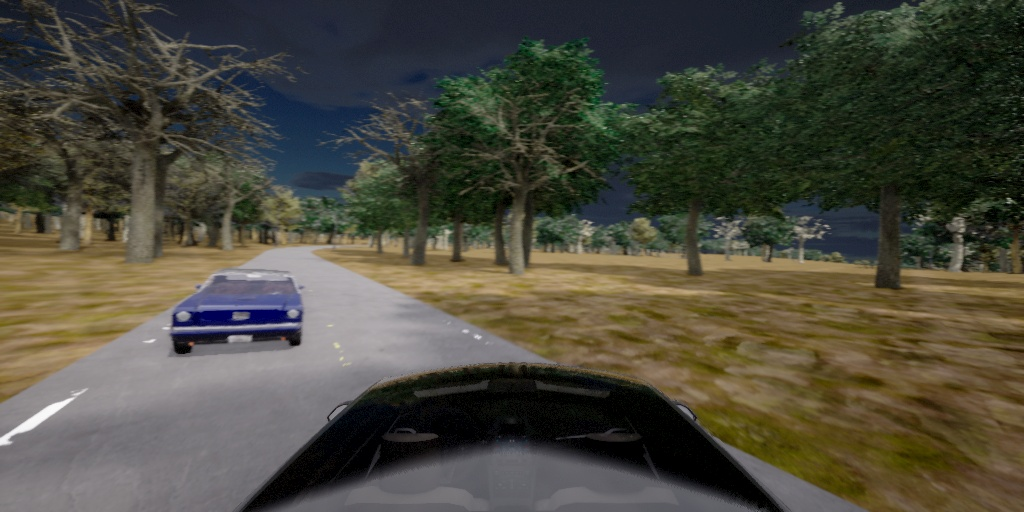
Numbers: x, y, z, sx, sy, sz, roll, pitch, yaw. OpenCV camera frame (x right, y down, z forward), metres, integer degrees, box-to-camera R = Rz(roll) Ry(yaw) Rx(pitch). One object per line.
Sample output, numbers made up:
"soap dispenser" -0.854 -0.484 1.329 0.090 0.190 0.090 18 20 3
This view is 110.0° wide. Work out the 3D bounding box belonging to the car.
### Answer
"car" -5.581 0.972 7.734 1.895 1.301 4.718 4 0 -32
